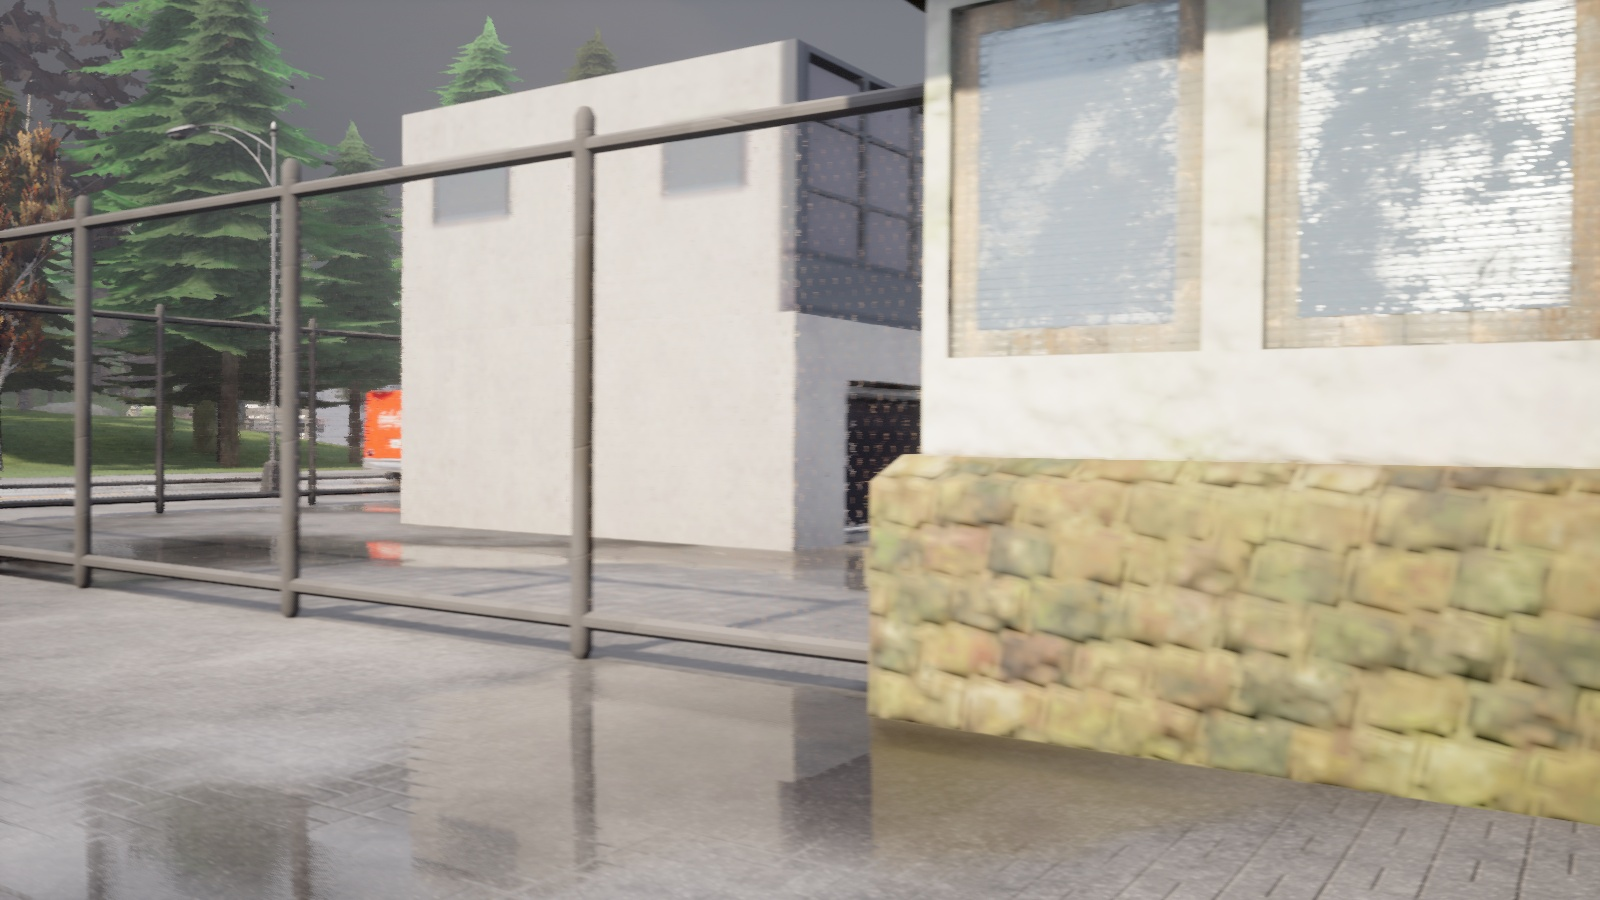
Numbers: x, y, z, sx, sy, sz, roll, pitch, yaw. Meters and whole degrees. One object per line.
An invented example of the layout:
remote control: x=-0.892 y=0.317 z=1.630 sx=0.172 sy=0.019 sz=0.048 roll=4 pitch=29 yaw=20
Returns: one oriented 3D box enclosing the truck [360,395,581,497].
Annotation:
truck: x=-8.580 y=-0.134 z=33.190 sx=2.627 sy=2.467 sz=5.204 roll=0 pitch=1 yaw=33
